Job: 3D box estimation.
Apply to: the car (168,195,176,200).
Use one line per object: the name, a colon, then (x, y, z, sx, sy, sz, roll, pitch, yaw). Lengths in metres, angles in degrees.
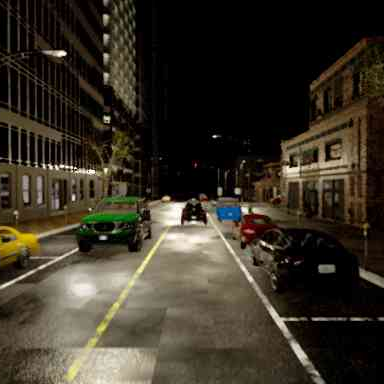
car: (-5.560, 1.561, 91.283, 1.947, 1.339, 4.313, -1, 0, 0)

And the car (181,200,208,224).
car: (0.134, 1.523, 24.349, 1.812, 1.442, 4.674, 0, 0, 0)

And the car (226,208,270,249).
car: (2.696, 1.581, 14.241, 1.802, 1.307, 4.206, -1, 0, 0)

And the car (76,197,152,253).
car: (-3.008, 1.224, 14.129, 2.150, 2.045, 5.566, 0, 0, 1)

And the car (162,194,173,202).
car: (-5.751, 1.520, 74.181, 1.752, 1.417, 4.829, -1, 0, 0)

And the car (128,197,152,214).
car: (-5.660, 1.437, 36.403, 1.967, 1.590, 4.097, -1, 0, 0)

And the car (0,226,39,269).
car: (-5.692, 1.525, 8.558, 1.752, 1.417, 4.829, -1, 0, 0)

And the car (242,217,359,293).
car: (2.690, 1.565, 8.706, 1.947, 1.339, 4.313, -1, 0, 0)

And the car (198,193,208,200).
car: (2.772, 1.435, 79.930, 1.967, 1.590, 4.097, -1, 0, 0)

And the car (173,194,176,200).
car: (-5.573, 1.561, 79.994, 1.947, 1.339, 4.313, -1, 0, 0)

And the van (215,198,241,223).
van: (2.706, 1.339, 25.310, 1.690, 1.788, 3.998, -1, 0, 0)

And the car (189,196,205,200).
car: (0.148, 1.543, 38.963, 2.033, 1.411, 5.357, 0, 0, 0)

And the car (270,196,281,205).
car: (16.597, 1.416, 59.625, 5.009, 1.841, 2.192, 1, 0, 1)

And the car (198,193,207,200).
car: (2.783, 1.310, 91.218, 2.192, 1.841, 5.009, -1, 0, 0)

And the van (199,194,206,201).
van: (2.777, 1.336, 85.574, 1.690, 1.788, 3.998, -1, 0, 0)
